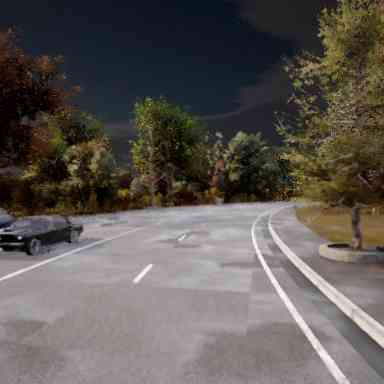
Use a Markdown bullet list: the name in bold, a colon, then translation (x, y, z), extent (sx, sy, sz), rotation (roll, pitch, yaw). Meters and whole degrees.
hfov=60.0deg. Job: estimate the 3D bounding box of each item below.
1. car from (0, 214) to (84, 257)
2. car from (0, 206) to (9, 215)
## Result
- **car**: translation (-6.208, 1.632, 13.327), extent (1.895, 1.301, 4.718), rotation (0, 0, 7)
- **car**: translation (-9.596, 1.386, 14.010), extent (2.097, 1.767, 4.553), rotation (0, 0, 7)
